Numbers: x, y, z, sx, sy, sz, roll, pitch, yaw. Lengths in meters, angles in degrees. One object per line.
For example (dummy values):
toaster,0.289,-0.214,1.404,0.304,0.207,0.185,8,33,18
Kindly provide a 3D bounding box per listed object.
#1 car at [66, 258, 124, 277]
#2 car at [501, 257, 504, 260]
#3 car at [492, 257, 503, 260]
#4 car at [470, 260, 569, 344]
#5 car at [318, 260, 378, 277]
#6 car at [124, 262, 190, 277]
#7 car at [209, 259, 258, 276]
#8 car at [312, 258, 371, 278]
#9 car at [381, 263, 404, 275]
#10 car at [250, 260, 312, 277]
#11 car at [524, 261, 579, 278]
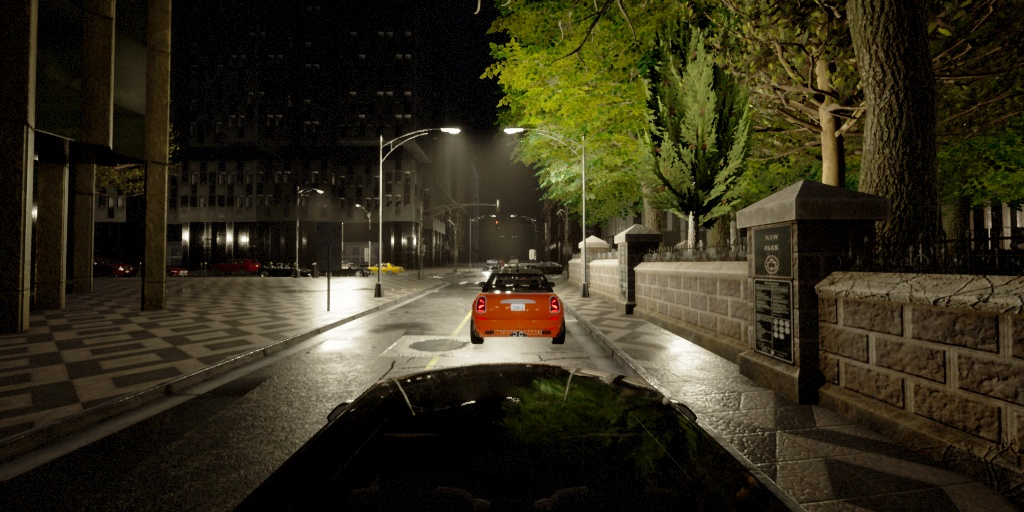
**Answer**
car,-36.548,1.061,31.732,5.009,1.841,2.192,0,0,1
car,-2.792,1.369,61.162,1.837,1.490,4.892,0,0,1
car,-2.858,1.325,50.787,2.128,1.511,4.902,0,0,0
car,0.132,1.107,9.723,2.097,1.767,4.553,0,0,0
car,-14.497,1.267,31.504,4.403,1.370,2.007,0,0,1
car,-31.035,1.320,31.675,4.207,1.307,1.802,0,0,1
car,-30.955,1.237,40.198,5.009,1.841,2.192,0,0,1
car,-16.191,1.128,34.201,4.553,1.767,2.097,0,-1,1
car,-14.588,1.425,40.029,4.829,1.417,1.751,0,0,1
car,-20.010,1.289,31.561,4.313,1.339,1.948,0,0,1
car,3.653,1.270,33.985,4.902,1.511,2.128,0,-1,0
